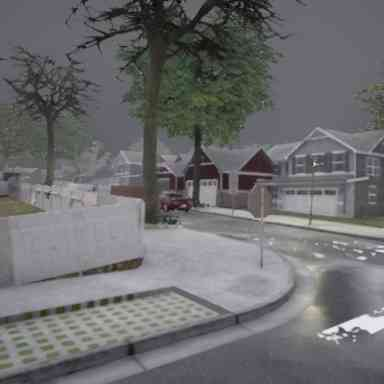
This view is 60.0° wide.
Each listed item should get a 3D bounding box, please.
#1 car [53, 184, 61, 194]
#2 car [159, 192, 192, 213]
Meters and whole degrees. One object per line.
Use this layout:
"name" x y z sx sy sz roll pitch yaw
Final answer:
"car" -19.359 -0.373 46.180 1.812 1.442 4.674 1 1 -35
"car" -1.920 0.729 25.645 1.882 1.535 5.008 2 1 -33
